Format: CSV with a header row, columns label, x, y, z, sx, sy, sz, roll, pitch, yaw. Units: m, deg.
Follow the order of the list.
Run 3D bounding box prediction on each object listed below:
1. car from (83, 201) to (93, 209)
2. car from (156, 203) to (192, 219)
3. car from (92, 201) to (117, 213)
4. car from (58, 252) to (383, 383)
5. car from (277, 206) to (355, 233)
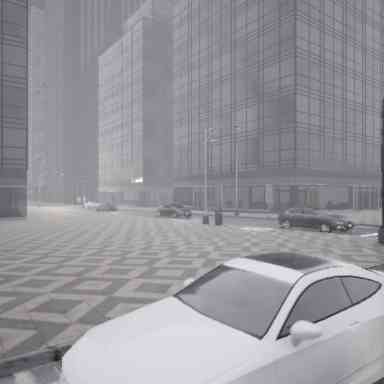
label,x,y,z,sx,sy,sz,roll,pitch,yaw
car,-19.182,2.476,63.100,1.812,1.442,4.674,0,-1,-36
car,-1.891,1.924,33.824,1.837,1.490,4.892,0,-1,-36
car,-12.451,2.263,48.503,1.994,1.385,4.181,0,-1,-35
car,0.929,1.525,3.913,4.674,1.442,1.812,0,0,-34
car,7.543,1.674,20.653,1.837,1.490,4.892,0,-1,-33
